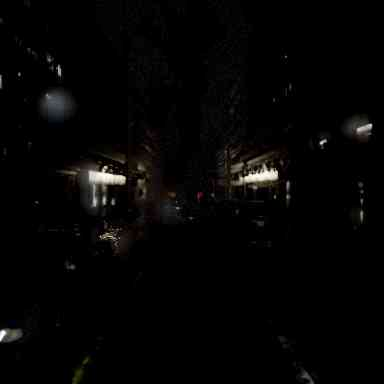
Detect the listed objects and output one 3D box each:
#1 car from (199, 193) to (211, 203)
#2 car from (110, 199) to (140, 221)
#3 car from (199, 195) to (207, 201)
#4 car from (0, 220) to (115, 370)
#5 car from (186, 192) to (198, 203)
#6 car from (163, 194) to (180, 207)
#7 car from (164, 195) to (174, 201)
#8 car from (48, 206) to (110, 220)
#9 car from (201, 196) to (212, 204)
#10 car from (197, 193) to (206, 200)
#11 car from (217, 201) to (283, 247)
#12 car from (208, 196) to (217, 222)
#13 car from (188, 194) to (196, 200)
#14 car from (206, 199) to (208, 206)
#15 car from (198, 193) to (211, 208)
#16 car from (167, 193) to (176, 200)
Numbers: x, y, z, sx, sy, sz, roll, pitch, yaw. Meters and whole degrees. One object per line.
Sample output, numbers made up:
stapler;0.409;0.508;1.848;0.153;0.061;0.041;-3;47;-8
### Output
car;2.532;1.189;65.700;2.192;1.841;5.009;-1;0;0
car;-5.334;1.386;26.256;1.967;1.590;4.097;-1;0;0
car;2.532;1.437;77.029;1.802;1.307;4.206;-1;0;0
car;-2.853;1.533;6.324;2.033;1.411;5.357;0;0;0
car;-0.020;1.110;64.984;2.150;2.045;5.566;0;0;0
car;-2.837;1.409;49.683;1.837;1.490;4.892;0;0;0
car;-5.349;1.399;77.117;1.887;1.381;4.507;-1;0;0
car;-5.331;1.408;14.953;1.967;1.590;4.097;-1;0;0
car;2.537;1.466;60.036;1.802;1.307;4.206;-1;0;0
car;2.525;1.151;88.357;2.192;1.841;5.009;-1;0;0
car;2.537;1.284;14.721;2.192;1.841;5.009;-1;0;0
car;2.550;1.387;26.050;1.967;1.590;4.097;-1;0;0
car;-0.026;1.263;83.037;1.994;1.385;4.181;0;0;0
car;2.546;1.518;31.715;1.802;1.307;4.206;-1;0;0
car;2.247;1.262;47.335;2.097;1.767;4.553;0;0;0
car;-5.355;1.151;88.419;2.192;1.841;5.009;-1;0;0
